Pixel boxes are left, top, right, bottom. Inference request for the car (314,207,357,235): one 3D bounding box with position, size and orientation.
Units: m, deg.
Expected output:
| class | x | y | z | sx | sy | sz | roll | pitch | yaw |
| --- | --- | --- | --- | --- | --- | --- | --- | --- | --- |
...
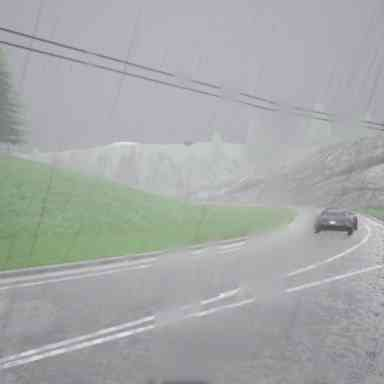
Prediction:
| class | x | y | z | sx | sy | sz | roll | pitch | yaw |
| --- | --- | --- | --- | --- | --- | --- | --- | --- | --- |
| car | 8.379 | 1.574 | 19.275 | 1.994 | 1.385 | 4.181 | 0 | 0 | 29 |
